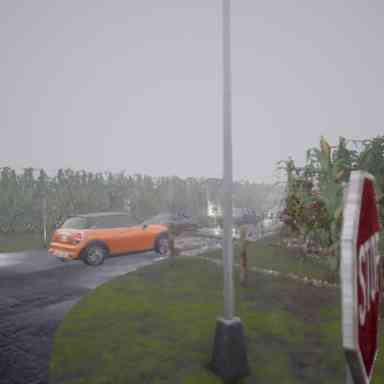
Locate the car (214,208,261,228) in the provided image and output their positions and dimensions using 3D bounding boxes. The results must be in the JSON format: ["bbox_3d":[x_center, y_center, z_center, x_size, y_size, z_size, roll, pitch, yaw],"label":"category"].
[{"bbox_3d":[3.856,1.993,26.729,2.033,1.411,5.357,-1,-2,35],"label":"car"}]

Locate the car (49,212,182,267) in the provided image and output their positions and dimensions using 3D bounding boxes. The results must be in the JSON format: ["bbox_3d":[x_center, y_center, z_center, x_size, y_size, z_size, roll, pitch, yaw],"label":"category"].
[{"bbox_3d":[-2.792,1.549,12.475,2.097,1.767,4.553,-2,-2,41],"label":"car"}]

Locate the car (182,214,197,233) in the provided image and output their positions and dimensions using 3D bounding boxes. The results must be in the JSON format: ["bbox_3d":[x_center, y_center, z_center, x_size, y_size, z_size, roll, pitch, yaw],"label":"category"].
[{"bbox_3d":[-1.477,1.890,19.059,1.994,1.385,4.181,-1,-2,35],"label":"car"}]

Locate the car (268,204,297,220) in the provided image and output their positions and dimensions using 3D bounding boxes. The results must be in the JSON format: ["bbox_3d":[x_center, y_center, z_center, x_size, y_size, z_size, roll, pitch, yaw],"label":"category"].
[{"bbox_3d":[9.543,2.081,34.897,1.837,1.490,4.892,-1,-2,35],"label":"car"}]
